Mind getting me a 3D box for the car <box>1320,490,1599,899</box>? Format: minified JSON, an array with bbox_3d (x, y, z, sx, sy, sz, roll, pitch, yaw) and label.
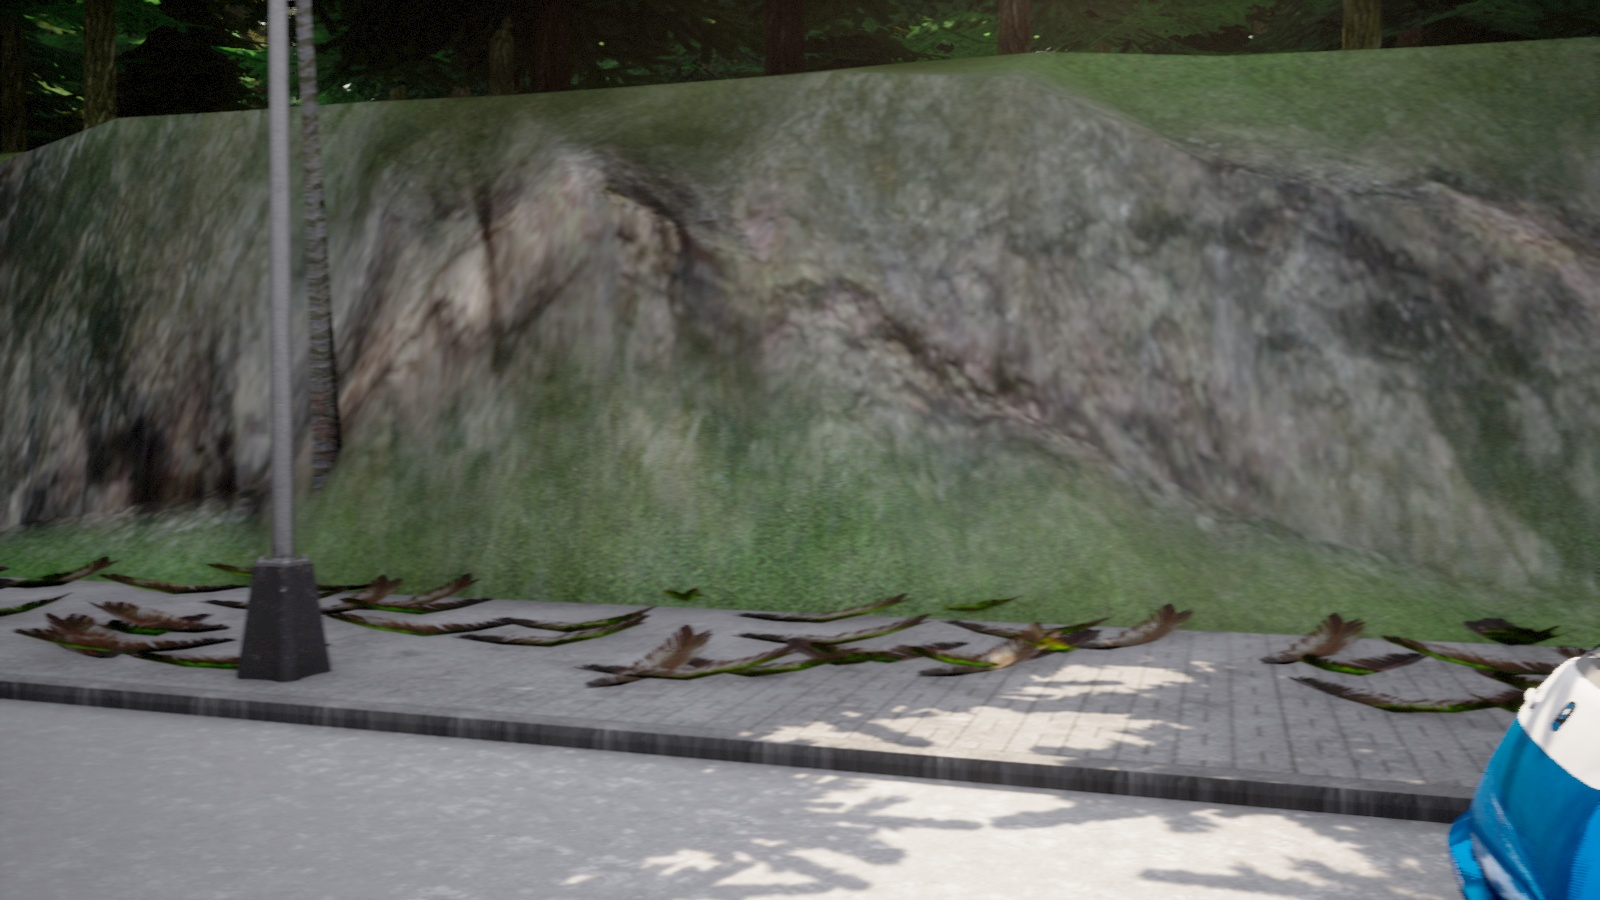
[{"bbox_3d":[2.457,0.844,2.894,2.207,1.376,1.481,1,1,19],"label":"car"}]
